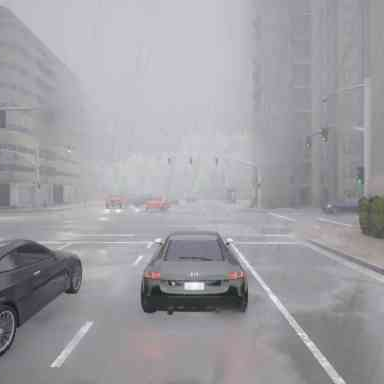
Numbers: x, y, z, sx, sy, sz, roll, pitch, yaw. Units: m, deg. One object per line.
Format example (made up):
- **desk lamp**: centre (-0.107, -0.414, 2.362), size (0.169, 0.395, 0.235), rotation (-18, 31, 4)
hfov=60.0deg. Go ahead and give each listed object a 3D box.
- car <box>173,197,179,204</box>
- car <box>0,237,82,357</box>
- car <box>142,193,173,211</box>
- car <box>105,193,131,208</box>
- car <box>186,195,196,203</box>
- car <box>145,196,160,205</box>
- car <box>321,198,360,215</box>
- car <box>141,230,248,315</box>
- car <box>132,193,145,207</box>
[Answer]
- **car**: centre (-3.543, 1.570, 63.379), size (1.994, 1.385, 4.181), rotation (0, 0, 0)
- **car**: centre (-3.460, 1.526, 5.846), size (1.812, 1.442, 4.674), rotation (0, 0, 0)
- **car**: centre (-4.141, 1.356, 40.667), size (2.097, 1.767, 4.553), rotation (0, 0, 7)
- **car**: centre (-10.697, 1.226, 47.505), size (2.150, 2.045, 5.566), rotation (0, 0, 0)
- **car**: centre (-0.150, 1.363, 72.564), size (2.097, 1.767, 4.553), rotation (0, 0, 0)
- **car**: centre (-7.193, 1.498, 60.660), size (2.128, 1.511, 4.902), rotation (0, 0, 0)
- **car**: centre (15.514, 1.356, 33.688), size (4.553, 1.767, 2.097), rotation (0, 0, 1)
- **car**: centre (0.049, 1.565, 7.648), size (1.994, 1.385, 4.181), rotation (0, 0, 0)
- **car**: centre (-7.203, 1.227, 50.637), size (2.150, 2.045, 5.566), rotation (0, 0, 0)
